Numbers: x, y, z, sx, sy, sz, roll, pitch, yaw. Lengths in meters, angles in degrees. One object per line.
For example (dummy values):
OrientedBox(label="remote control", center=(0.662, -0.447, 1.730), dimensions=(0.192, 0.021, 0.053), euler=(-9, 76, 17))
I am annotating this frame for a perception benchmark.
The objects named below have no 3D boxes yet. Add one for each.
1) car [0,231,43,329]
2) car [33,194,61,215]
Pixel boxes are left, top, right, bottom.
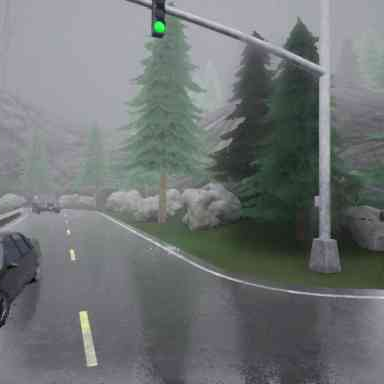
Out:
OrientedBox(label="car", center=(-4.391, 1.555, 6.793), dimensions=(2.033, 1.411, 5.357), euler=(0, 0, -14))
OrientedBox(label="car", center=(-15.441, 1.263, 35.238), dimensions=(2.150, 2.045, 5.566), euler=(1, -1, -32))
